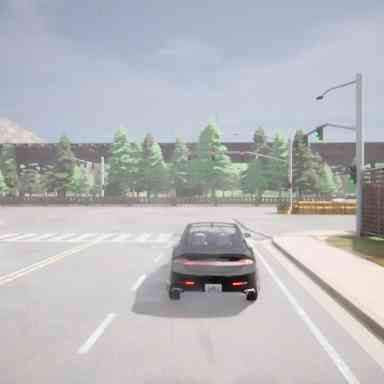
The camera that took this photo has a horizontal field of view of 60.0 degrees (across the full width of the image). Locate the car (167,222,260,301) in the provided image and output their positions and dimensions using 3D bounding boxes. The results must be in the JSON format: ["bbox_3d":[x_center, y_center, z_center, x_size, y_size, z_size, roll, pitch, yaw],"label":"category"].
[{"bbox_3d":[0.509,1.499,8.358,2.128,1.511,4.902,0,0,3],"label":"car"}]

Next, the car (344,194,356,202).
[{"bbox_3d":[19.822,1.263,41.321,5.566,2.045,2.150,0,0,2],"label":"car"}]

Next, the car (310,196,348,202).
[{"bbox_3d":[14.541,1.528,37.937,4.902,1.511,2.128,0,0,1],"label":"car"}]
